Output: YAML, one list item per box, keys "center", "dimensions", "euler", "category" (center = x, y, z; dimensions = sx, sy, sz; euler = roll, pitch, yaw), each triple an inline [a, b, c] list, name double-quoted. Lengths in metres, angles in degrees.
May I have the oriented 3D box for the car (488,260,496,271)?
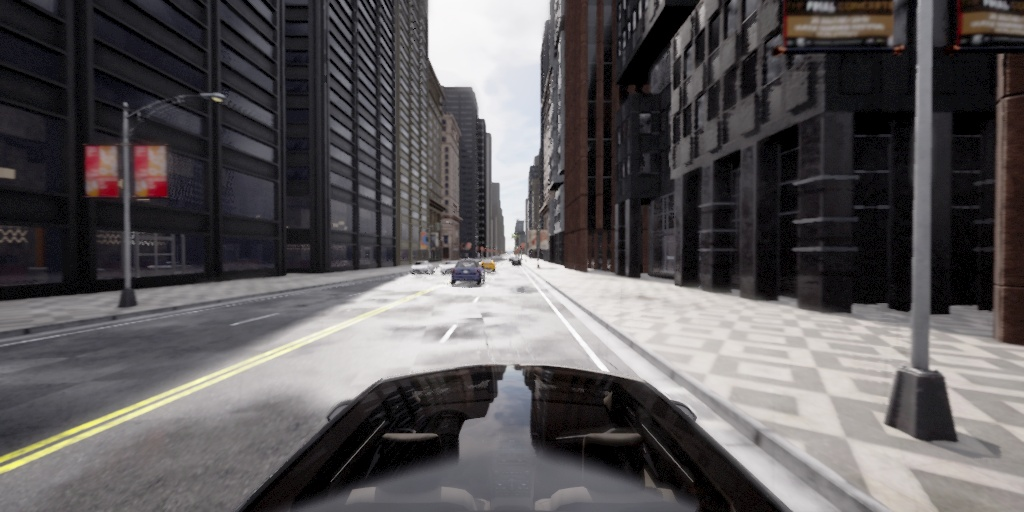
- center: [-3.178, 1.227, 47.796]
  dimensions: [1.882, 1.535, 5.008]
  euler: [0, 0, 0]
  category: "car"

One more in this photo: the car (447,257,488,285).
- center: [-3.165, 1.111, 26.624]
  dimensions: [2.097, 1.767, 4.553]
  euler: [0, 0, 0]
  category: "car"

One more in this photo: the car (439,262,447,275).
- center: [-6.606, 1.280, 39.421]
  dimensions: [1.812, 1.442, 4.674]
  euler: [0, 0, 0]
  category: "car"

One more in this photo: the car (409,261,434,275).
- center: [-9.856, 1.280, 39.412]
  dimensions: [1.812, 1.442, 4.674]
  euler: [0, 0, 0]
  category: "car"
